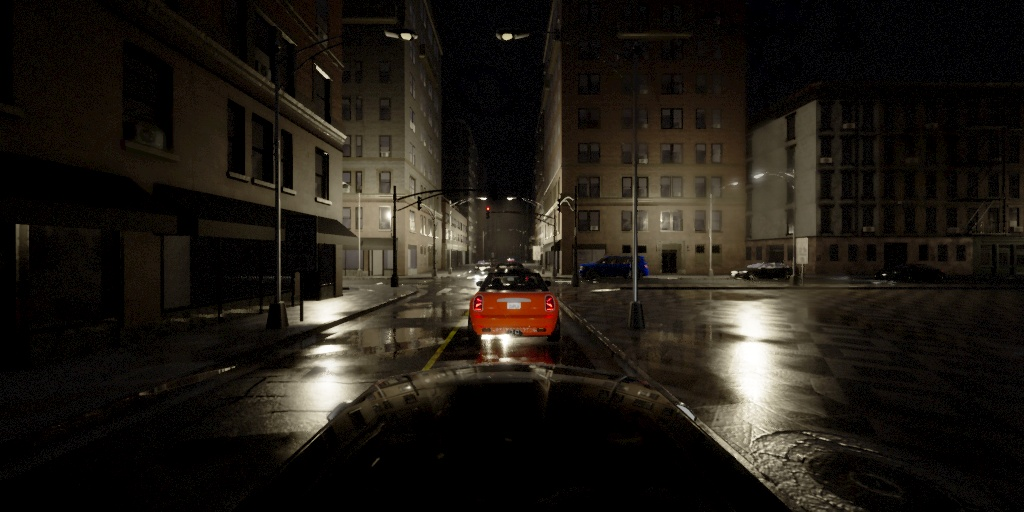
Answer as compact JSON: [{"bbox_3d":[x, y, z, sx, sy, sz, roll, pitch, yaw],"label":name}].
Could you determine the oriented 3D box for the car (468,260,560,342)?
[{"bbox_3d":[0.048,1.102,9.941,2.097,1.767,4.553,0,0,0],"label":"car"}]

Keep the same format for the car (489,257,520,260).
[{"bbox_3d":[-0.183,1.101,18.861,2.097,1.767,4.553,0,0,-3],"label":"car"}]

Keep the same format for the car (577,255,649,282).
[{"bbox_3d":[8.049,0.972,28.790,5.566,2.045,2.150,0,0,4],"label":"car"}]

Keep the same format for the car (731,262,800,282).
[{"bbox_3d":[20.170,1.246,28.695,4.902,1.511,2.128,0,0,-1],"label":"car"}]

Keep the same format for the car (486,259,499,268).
[{"bbox_3d":[-3.273,1.294,61.774,2.033,1.411,5.357,0,0,0],"label":"car"}]

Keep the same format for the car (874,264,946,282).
[{"bbox_3d":[31.873,1.320,28.802,4.181,1.385,1.994,0,0,0],"label":"car"}]

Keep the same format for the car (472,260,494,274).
[{"bbox_3d":[-3.224,1.239,41.255,2.128,1.511,4.902,0,0,0],"label":"car"}]
